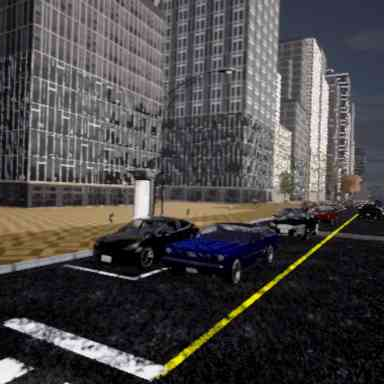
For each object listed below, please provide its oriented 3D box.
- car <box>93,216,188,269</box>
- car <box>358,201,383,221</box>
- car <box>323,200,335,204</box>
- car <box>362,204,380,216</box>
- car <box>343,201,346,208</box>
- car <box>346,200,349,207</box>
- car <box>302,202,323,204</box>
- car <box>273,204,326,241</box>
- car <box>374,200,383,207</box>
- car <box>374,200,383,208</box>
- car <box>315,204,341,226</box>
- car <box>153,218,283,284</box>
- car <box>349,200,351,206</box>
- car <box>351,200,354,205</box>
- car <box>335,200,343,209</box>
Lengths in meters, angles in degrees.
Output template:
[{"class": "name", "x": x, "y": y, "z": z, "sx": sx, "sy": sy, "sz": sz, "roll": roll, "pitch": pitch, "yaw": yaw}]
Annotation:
[{"class": "car", "x": -1.271, "y": 1.490, "z": 11.019, "sx": 1.947, "sy": 1.339, "sz": 4.313, "roll": 2, "pitch": 0, "yaw": 29}, {"class": "car", "x": 18.133, "y": 2.017, "z": 33.935, "sx": 1.882, "sy": 1.535, "sz": 5.008, "roll": 2, "pitch": 0, "yaw": 30}, {"class": "car", "x": 17.564, "y": 2.021, "z": 44.660, "sx": 1.752, "sy": 1.417, "sz": 4.829, "roll": 2, "pitch": 0, "yaw": 29}, {"class": "car", "x": 23.732, "y": 2.314, "z": 44.015, "sx": 1.895, "sy": 1.301, "sz": 4.718, "roll": 2, "pitch": 0, "yaw": 30}, {"class": "car", "x": 25.757, "y": 2.193, "z": 59.290, "sx": 1.967, "sy": 1.590, "sz": 4.097, "roll": 2, "pitch": 0, "yaw": 29}, {"class": "car", "x": 28.454, "y": 2.389, "z": 64.116, "sx": 2.008, "sy": 1.369, "sz": 4.403, "roll": 2, "pitch": 0, "yaw": 29}, {"class": "car", "x": 12.244, "y": 1.772, "z": 35.153, "sx": 1.967, "sy": 1.590, "sz": 4.097, "roll": 2, "pitch": 0, "yaw": 29}, {"class": "car", "x": 5.608, "y": 1.635, "z": 18.001, "sx": 2.128, "sy": 1.511, "sz": 4.902, "roll": 2, "pitch": 0, "yaw": 29}, {"class": "car", "x": 46.772, "y": 2.931, "z": 83.348, "sx": 1.882, "sy": 1.535, "sz": 5.008, "roll": 2, "pitch": 0, "yaw": 29}, {"class": "car", "x": 43.935, "y": 2.815, "z": 78.279, "sx": 1.801, "sy": 1.575, "sz": 5.366, "roll": 2, "pitch": 0, "yaw": 29}, {"class": "car", "x": 10.535, "y": 1.893, "z": 26.792, "sx": 1.895, "sy": 1.301, "sz": 4.718, "roll": 2, "pitch": 0, "yaw": 29}, {"class": "car", "x": 1.073, "y": 1.609, "z": 9.908, "sx": 1.895, "sy": 1.301, "sz": 4.718, "roll": 2, "pitch": 0, "yaw": 29}, {"class": "car", "x": 31.156, "y": 2.469, "z": 68.943, "sx": 1.887, "sy": 1.381, "sz": 4.507, "roll": 2, "pitch": 0, "yaw": 29}, {"class": "car", "x": 36.479, "y": 2.622, "z": 78.449, "sx": 1.752, "sy": 1.417, "sz": 4.829, "roll": 2, "pitch": 0, "yaw": 29}, {"class": "car", "x": 23.050, "y": 2.219, "z": 54.462, "sx": 2.008, "sy": 1.369, "sz": 4.403, "roll": 2, "pitch": 0, "yaw": 29}]
